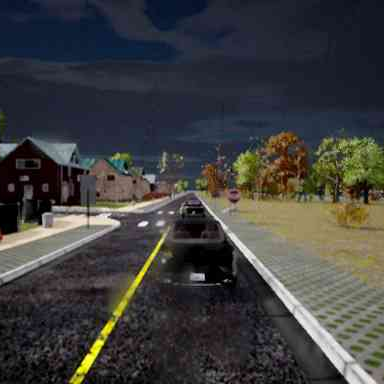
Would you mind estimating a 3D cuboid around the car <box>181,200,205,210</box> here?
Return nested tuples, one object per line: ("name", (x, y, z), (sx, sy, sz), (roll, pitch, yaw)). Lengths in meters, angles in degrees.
("car", (0.129, 1.412, 28.690), (2.128, 1.511, 4.902), (0, 0, 0))

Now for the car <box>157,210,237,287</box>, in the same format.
("car", (0.109, 1.479, 9.240), (1.837, 1.490, 4.892), (0, 0, 0))
